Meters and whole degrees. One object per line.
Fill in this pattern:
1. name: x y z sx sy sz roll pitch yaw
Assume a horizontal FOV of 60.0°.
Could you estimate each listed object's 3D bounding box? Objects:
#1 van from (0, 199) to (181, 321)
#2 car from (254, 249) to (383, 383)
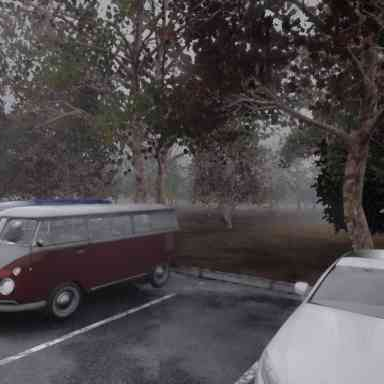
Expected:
1. van: -2.194 1.255 7.197 1.878 1.987 4.442 0 0 36
2. car: 2.402 1.520 4.050 2.002 1.452 4.674 0 0 36
